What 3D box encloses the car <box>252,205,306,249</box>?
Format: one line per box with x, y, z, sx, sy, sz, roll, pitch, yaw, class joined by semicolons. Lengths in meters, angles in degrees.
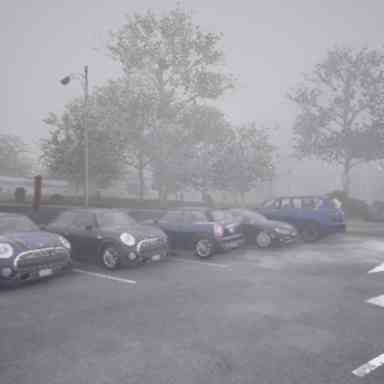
2.058;1.472;14.494;4.892;1.521;2.231;-1;-1;34;car

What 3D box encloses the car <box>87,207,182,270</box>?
-2.884;1.355;11.000;4.553;1.767;2.185;-1;-1;34;car

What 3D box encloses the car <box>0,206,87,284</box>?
-5.345;1.360;9.237;4.553;1.767;2.185;-1;-1;35;car

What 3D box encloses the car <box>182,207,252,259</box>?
-0.376;1.350;12.715;4.553;1.767;2.185;-1;0;34;car

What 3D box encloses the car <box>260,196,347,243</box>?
4.493;1.215;16.253;5.566;2.045;2.435;-1;0;35;car
